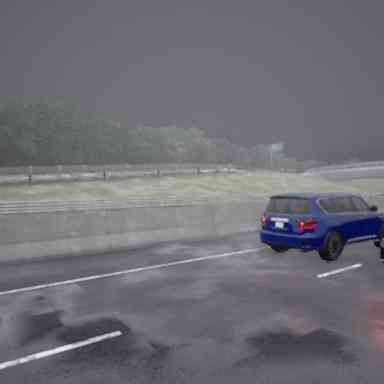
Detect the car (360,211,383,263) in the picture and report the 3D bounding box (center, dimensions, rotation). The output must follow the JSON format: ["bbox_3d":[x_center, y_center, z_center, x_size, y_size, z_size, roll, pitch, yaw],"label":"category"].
[{"bbox_3d":[6.774,1.281,8.621,4.902,1.511,2.128,-1,1,-35],"label":"car"}]

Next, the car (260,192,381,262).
[{"bbox_3d":[4.785,1.012,11.490,5.566,2.045,2.150,-2,1,-36],"label":"car"}]

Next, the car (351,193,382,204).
[{"bbox_3d":[24.496,0.908,46.544,4.674,1.442,1.812,0,0,-33],"label":"car"}]
